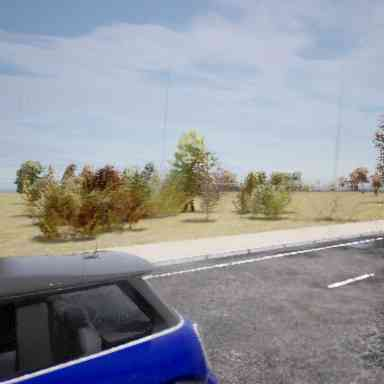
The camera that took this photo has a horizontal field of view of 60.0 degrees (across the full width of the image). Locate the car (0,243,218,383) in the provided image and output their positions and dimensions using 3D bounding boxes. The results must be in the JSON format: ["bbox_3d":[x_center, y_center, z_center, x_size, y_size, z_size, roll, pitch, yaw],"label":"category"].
[{"bbox_3d":[-2.038,1.352,2.234,4.553,1.767,2.097,0,0,-36],"label":"car"}]
